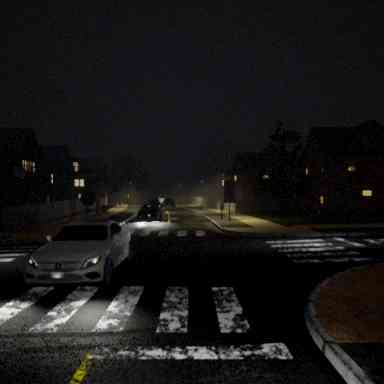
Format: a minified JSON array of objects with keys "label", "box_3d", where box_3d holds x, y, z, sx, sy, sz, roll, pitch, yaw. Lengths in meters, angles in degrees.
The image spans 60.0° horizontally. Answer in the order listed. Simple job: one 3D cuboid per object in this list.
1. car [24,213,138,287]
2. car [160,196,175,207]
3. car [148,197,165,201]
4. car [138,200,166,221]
[{"label":"car","box_3d":[-2.905,1.526,9.466,1.812,1.442,4.674,-1,0,0]},{"label":"car","box_3d":[-3.965,1.801,56.478,1.837,1.490,4.892,0,-1,-10]},{"label":"car","box_3d":[-4.851,1.697,42.833,1.837,1.490,4.892,0,-1,-7]},{"label":"car","box_3d":[-3.480,1.669,28.009,1.994,1.385,4.181,0,0,-4]}]
